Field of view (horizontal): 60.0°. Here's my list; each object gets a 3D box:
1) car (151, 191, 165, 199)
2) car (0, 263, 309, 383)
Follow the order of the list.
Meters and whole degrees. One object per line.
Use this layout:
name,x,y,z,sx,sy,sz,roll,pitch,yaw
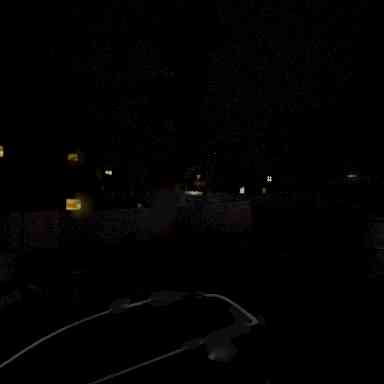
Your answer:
car,-6.437,0.639,61.664,1.812,1.442,4.674,1,1,-21
car,-1.026,1.514,2.819,4.892,1.490,1.837,0,0,-35
